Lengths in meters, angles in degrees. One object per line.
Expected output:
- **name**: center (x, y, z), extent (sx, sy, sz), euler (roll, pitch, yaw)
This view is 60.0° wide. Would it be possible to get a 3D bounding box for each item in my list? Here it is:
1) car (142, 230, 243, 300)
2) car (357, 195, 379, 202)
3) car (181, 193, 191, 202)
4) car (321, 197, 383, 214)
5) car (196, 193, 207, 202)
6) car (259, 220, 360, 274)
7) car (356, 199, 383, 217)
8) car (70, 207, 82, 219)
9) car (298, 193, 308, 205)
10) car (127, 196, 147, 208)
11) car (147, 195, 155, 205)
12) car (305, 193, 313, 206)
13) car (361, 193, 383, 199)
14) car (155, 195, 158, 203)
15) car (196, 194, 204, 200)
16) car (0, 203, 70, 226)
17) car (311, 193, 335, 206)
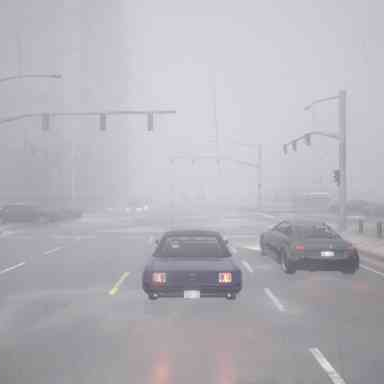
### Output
- **car**: center (-0.004, 1.601, 8.350), extent (1.895, 1.301, 4.718), euler (0, 0, 0)
- **car**: center (39.163, 1.419, 74.182), extent (3.905, 1.438, 1.784), euler (0, 0, 0)
- **car**: center (-1.339, 1.215, 76.366), extent (2.150, 2.045, 5.566), euler (0, 0, -1)
- **car**: center (16.544, 1.547, 34.537), extent (4.902, 1.511, 2.128), euler (0, 0, -1)
- **car**: center (2.161, 1.215, 76.415), extent (2.150, 2.045, 5.566), euler (0, 0, -1)
- **car**: center (3.470, 1.564, 10.579), extent (1.994, 1.385, 4.181), euler (0, 0, -1)
- **car**: center (18.098, 1.619, 31.053), extent (4.181, 1.385, 1.994), euler (0, 0, -1)
- **car**: center (-11.158, 1.603, 27.040), extent (4.181, 1.385, 1.994), euler (-1, 0, -1)
- **car**: center (24.097, 1.209, 65.628), extent (4.605, 1.855, 1.932), euler (0, 0, 0)
- **car**: center (-8.025, 1.505, 47.685), extent (1.837, 1.490, 4.892), euler (0, 0, -1)
- **car**: center (-8.160, 1.491, 57.903), extent (2.128, 1.511, 4.902), euler (0, 0, -1)
- **car**: center (24.167, 1.419, 62.945), extent (3.905, 1.438, 1.784), euler (0, 0, 0)
- **car**: center (39.119, 1.208, 71.285), extent (4.605, 1.855, 1.932), euler (0, 0, 0)
- **car**: center (-8.229, 1.352, 67.892), extent (2.097, 1.767, 4.553), euler (0, 0, -1)
- **car**: center (2.014, 1.386, 86.806), extent (1.812, 1.442, 4.674), euler (0, 0, -1)
- **car**: center (-11.618, 1.546, 23.534), extent (4.892, 1.490, 1.837), euler (-1, 0, -1)
- **car**: center (24.187, 1.451, 60.050), extent (3.806, 1.475, 1.970), euler (0, 0, 0)
